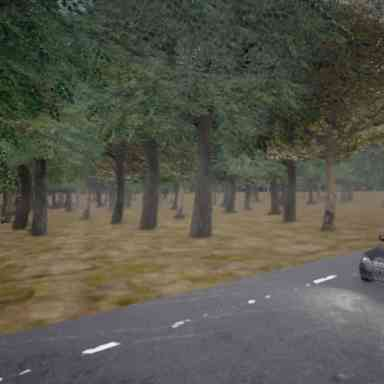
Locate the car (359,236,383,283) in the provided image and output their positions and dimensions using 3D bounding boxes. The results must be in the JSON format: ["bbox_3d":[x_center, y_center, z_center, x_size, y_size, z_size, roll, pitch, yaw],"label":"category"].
[{"bbox_3d":[6.268,1.593,8.890,4.674,1.442,1.812,0,-1,-39],"label":"car"}]
